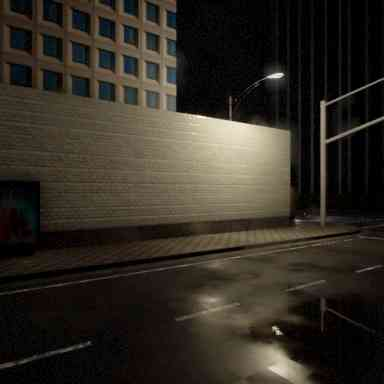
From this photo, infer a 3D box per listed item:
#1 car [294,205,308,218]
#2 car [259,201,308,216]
[{"bbox_3d":[8.176,1.581,30.012,1.812,1.442,4.674,0,0,-36],"label":"car"},{"bbox_3d":[9.378,1.656,34.337,1.895,1.301,4.718,0,0,-36],"label":"car"}]
